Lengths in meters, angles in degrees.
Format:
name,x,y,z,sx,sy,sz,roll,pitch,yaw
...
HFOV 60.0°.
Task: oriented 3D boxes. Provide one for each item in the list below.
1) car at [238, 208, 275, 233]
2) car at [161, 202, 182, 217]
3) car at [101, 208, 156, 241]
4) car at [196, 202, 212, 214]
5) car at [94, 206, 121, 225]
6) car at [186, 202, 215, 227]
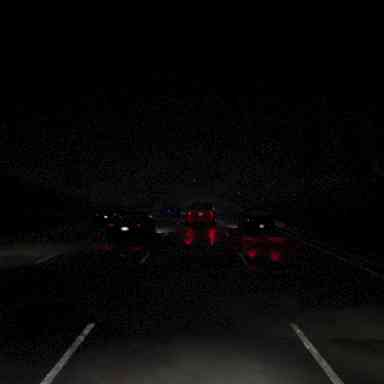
name,x,y,z,sx,sy,sz,roll,pitch,yaw
car,3.997,1.731,20.924,1.812,1.442,4.674,0,0,2
car,-2.236,1.834,36.437,1.882,1.535,5.008,0,0,3
car,-3.122,1.739,17.787,1.994,1.385,4.181,0,-1,2
car,1.625,1.983,42.904,1.994,1.385,4.181,0,-1,3
car,-6.258,1.824,26.511,1.994,1.385,4.181,0,0,3
car,0.705,1.602,25.506,2.097,1.767,4.553,0,-1,3
